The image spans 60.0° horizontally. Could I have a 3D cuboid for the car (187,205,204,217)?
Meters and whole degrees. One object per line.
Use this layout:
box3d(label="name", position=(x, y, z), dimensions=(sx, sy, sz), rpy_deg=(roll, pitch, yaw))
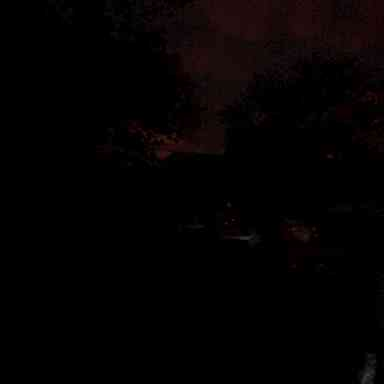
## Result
box3d(label="car", position=(-0.105, 3.487, 57.567), dimensions=(2.163, 1.488, 4.792), rpy_deg=(-2, -1, -13))

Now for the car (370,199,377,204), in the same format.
box3d(label="car", position=(27.542, 2.303, 50.627), dimensions=(2.097, 1.535, 5.008), rpy_deg=(-2, -1, -13))

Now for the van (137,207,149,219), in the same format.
box3d(label="van", position=(-8.316, 3.490, 55.730), dimensions=(1.878, 1.987, 4.442), rpy_deg=(-2, -1, -13))

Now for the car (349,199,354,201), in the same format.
box3d(label="car", position=(29.898, 2.571, 64.612), dimensions=(2.231, 1.521, 4.892), rpy_deg=(-2, -1, -13))

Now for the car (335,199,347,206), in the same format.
box3d(label="car", position=(19.400, 2.283, 48.741), dimensions=(2.435, 2.045, 5.566), rpy_deg=(-2, -1, -13))

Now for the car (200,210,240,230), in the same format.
box3d(label="car", position=(2.430, 2.640, 30.515), dimensions=(1.882, 1.535, 5.008), rpy_deg=(2, -3, -12))

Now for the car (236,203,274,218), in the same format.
box3d(label="car", position=(8.681, 2.608, 46.215), dimensions=(2.435, 2.045, 5.566), rpy_deg=(-2, -1, -13))

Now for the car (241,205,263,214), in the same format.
box3d(label="car", position=(10.805, 3.116, 60.115), dimensions=(2.097, 1.535, 5.008), rpy_deg=(-2, -1, -13))

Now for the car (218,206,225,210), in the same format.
box3d(label="car", position=(5.363, 3.314, 58.796), dimensions=(2.163, 1.488, 4.792), rpy_deg=(-2, -1, -13))

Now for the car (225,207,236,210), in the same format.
box3d(label="car", position=(7.782, 3.094, 51.082), dimensions=(4.181, 1.385, 1.994), rpy_deg=(-2, -1, -13))

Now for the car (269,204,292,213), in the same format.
box3d(label="car", position=(16.257, 2.985, 61.423), dimensions=(2.163, 1.488, 4.792), rpy_deg=(-2, -1, -13))

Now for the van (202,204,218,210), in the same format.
box3d(label="van", position=(2.593, 3.149, 58.301), dimensions=(1.878, 1.987, 4.442), rpy_deg=(-2, -1, -13))

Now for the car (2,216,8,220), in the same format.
box3d(label="car", position=(-27.370, 4.184, 51.084), dimensions=(2.185, 1.767, 4.553), rpy_deg=(-2, -1, -13))

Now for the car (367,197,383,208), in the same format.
box3d(label="car", position=(38.081, 2.092, 66.506), dimensions=(2.435, 2.045, 5.566), rpy_deg=(-2, -1, -13))

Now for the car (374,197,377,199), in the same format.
box3d(label="car", position=(35.346, 2.293, 65.922), dimensions=(2.185, 1.767, 4.553), rpy_deg=(-2, -1, -13))

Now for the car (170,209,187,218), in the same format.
box3d(label="car", position=(-2.832, 3.572, 56.924), dimensions=(2.163, 1.488, 4.792), rpy_deg=(-2, -1, -13))

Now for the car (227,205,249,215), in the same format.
box3d(label="car", position=(8.125, 3.191, 59.287), dimensions=(1.946, 1.575, 5.366), rpy_deg=(-2, -1, -13))

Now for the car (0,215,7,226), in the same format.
box3d(label="car", position=(-30.100, 4.397, 50.475), dimensions=(2.231, 1.521, 4.892), rpy_deg=(-2, -1, -13))

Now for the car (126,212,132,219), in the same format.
box3d(label="car", position=(-11.006, 3.671, 54.941), dimensions=(2.185, 1.767, 4.553), rpy_deg=(-2, -1, -13))

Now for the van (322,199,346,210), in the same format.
box3d(label="van", position=(27.191, 2.417, 63.857), dimensions=(1.878, 1.987, 4.442), rpy_deg=(-2, -1, -13))

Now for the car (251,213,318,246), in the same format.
box3d(label="car", position=(5.007, 2.047, 17.953), dimensions=(1.812, 1.442, 4.674), rpy_deg=(2, -3, -10))

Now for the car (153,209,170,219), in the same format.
box3d(label="car", position=(-5.555, 3.627, 56.259), dimensions=(2.097, 1.535, 5.008), rpy_deg=(-2, -1, -13))

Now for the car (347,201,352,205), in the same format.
box3d(label="car", position=(22.131, 2.484, 49.316), dimensions=(2.163, 1.488, 4.792), rpy_deg=(-2, -1, -13))
